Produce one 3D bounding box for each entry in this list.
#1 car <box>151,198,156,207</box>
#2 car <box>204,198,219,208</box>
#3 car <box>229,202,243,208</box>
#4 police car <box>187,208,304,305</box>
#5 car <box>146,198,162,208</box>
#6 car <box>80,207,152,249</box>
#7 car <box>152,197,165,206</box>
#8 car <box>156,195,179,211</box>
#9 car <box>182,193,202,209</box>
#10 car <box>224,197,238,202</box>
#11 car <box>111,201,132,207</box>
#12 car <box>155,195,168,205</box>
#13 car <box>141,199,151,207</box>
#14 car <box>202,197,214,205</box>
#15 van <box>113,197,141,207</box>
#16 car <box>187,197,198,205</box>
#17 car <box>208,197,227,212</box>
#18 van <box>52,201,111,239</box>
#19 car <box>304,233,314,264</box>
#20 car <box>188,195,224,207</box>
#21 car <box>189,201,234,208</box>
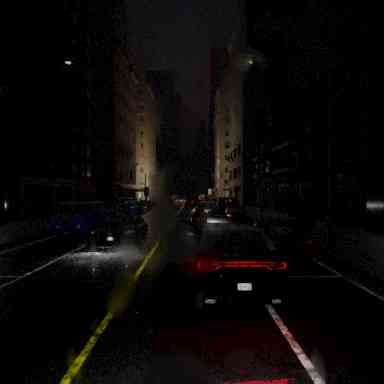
[{"bbox_3d":[-5.622,1.585,39.038,1.802,1.307,4.206,0,0,0],"label":"car"},{"bbox_3d":[2.916,1.558,50.030,2.008,1.369,4.403,0,0,0],"label":"car"},{"bbox_3d":[2.883,1.582,22.523,1.802,1.307,4.206,0,0,0],"label":"car"},{"bbox_3d":[0.909,1.425,8.309,1.930,1.638,5.238,0,0,0],"label":"police car"},{"bbox_3d":[-5.609,1.573,50.041,1.947,1.339,4.313,0,0,0],"label":"car"},{"bbox_3d":[-3.083,1.563,14.484,1.994,1.385,4.181,0,0,0],"label":"car"},{"bbox_3d":[-5.603,1.591,55.542,1.802,1.307,4.206,0,0,0],"label":"car"},{"bbox_3d":[-2.951,1.508,40.273,1.837,1.490,4.892,0,0,0],"label":"car"},{"bbox_3d":[0.081,1.358,46.286,2.097,1.767,4.553,0,0,1],"label":"car"},{"bbox_3d":[2.889,1.316,28.025,2.192,1.841,5.009,0,0,0],"label":"car"},{"bbox_3d":[-5.643,1.551,22.534,2.008,1.369,4.403,0,0,0],"label":"car"},{"bbox_3d":[-5.596,1.452,61.044,1.967,1.590,4.097,0,0,0],"label":"car"},{"bbox_3d":[-5.629,1.568,33.537,1.947,1.339,4.313,0,0,0],"label":"car"},{"bbox_3d":[2.930,1.578,61.033,1.947,1.339,4.313,0,0,0],"label":"car"},{"bbox_3d":[-5.636,1.342,28.035,1.690,1.788,3.998,0,0,0],"label":"van"},{"bbox_3d":[0.072,1.575,59.069,1.994,1.385,4.181,0,0,0],"label":"car"},{"bbox_3d":[2.903,1.443,39.028,1.967,1.590,4.097,0,0,0],"label":"car"},{"bbox_3d":[-5.650,1.341,17.034,1.690,1.788,3.998,0,0,0],"label":"van"},{"bbox_3d":[2.869,1.581,11.521,1.802,1.307,4.206,0,0,0],"label":"car"},{"bbox_3d":[0.929,1.351,24.169,2.097,1.767,4.553,0,0,0],"label":"car"},{"bbox_3d":[0.921,1.478,18.199,1.882,1.535,5.008,0,0,0],"label":"car"}]
